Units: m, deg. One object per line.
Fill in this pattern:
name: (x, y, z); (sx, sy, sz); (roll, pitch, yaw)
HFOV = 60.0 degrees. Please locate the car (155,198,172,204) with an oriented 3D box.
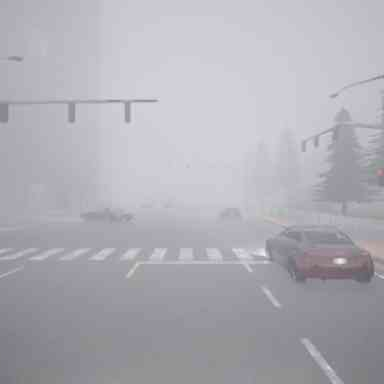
car: (-7.026, 2.233, 81.355); (1.837, 1.490, 4.892); (0, -1, -39)

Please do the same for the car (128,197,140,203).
car: (-14.694, 2.146, 88.239); (4.553, 1.767, 2.097); (0, -1, 32)

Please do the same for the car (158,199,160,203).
car: (-8.298, 2.149, 69.191); (2.128, 1.511, 4.902); (0, -1, -14)

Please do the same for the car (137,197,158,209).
car: (-7.158, 2.013, 53.941); (1.812, 1.442, 4.674); (0, -1, 0)

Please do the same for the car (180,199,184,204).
car: (-4.022, 2.343, 83.194); (1.895, 1.301, 4.718); (0, -1, -39)

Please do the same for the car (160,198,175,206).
car: (-5.256, 2.118, 71.131); (1.882, 1.535, 5.008); (0, -1, -19)

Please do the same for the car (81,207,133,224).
car: (-7.032, 1.884, 27.098); (4.718, 1.301, 1.895); (-1, -1, 39)

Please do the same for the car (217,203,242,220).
car: (3.537, 1.815, 31.856); (1.812, 1.442, 4.674); (0, 0, 0)

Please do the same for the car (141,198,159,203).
car: (-11.314, 2.250, 90.172); (4.674, 1.442, 1.812); (0, -1, 32)

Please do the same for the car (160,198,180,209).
car: (-3.670, 1.855, 55.933); (2.097, 1.767, 4.553); (0, 0, 0)

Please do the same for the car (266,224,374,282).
car: (3.574, 1.654, 10.024); (1.994, 1.385, 4.181); (0, 0, 0)
